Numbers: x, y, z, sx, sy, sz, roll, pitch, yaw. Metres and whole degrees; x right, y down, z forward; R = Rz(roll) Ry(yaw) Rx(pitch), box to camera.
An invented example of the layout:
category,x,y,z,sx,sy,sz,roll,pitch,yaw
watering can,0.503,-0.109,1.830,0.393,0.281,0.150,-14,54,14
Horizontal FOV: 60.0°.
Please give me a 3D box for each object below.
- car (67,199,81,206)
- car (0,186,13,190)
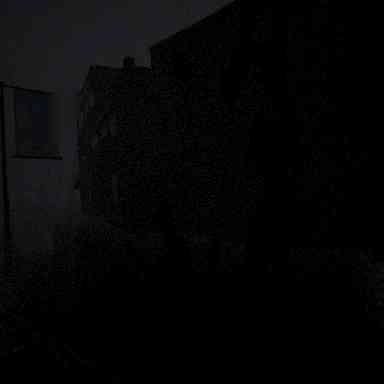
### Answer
category,x,y,z,sx,sy,sz,roll,pitch,yaw
car,-23.765,2.178,68.324,2.128,1.511,4.902,-4,-1,14
car,-46.762,-0.704,80.763,2.231,1.521,4.892,-4,-3,6
